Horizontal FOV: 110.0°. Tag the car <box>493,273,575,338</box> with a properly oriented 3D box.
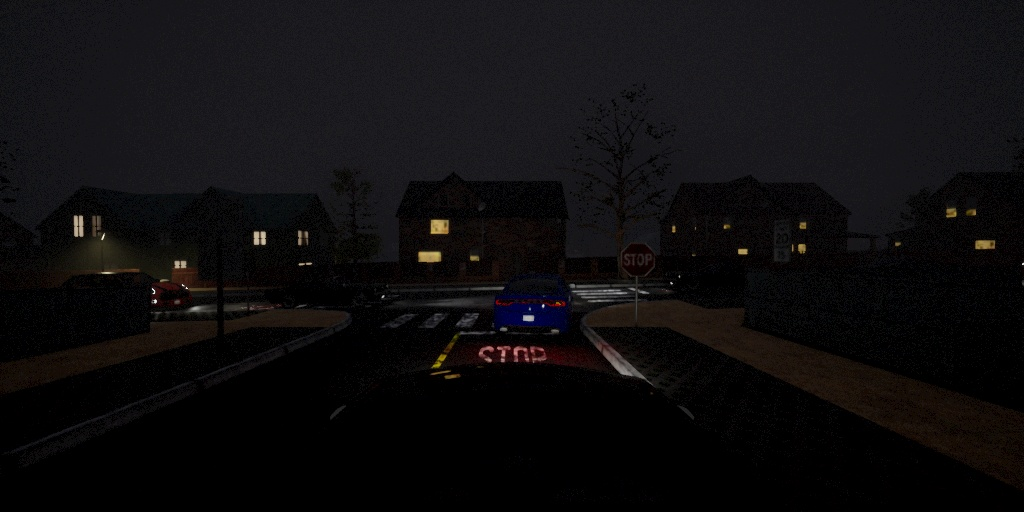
[{"bbox_3d":[0.787,1.227,10.371,1.882,1.535,5.008,0,0,10],"label":"car"}]

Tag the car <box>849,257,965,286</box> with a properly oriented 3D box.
[{"bbox_3d":[20.057,0.753,18.541,5.357,1.411,2.033,-1,1,0],"label":"car"}]

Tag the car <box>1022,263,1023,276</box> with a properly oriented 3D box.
[{"bbox_3d":[29.567,0.335,18.533,4.553,1.767,2.097,-1,1,0],"label":"car"}]

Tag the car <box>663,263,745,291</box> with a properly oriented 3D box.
[{"bbox_3d":[10.412,1.034,18.505,4.718,1.301,1.895,-1,1,-1],"label":"car"}]

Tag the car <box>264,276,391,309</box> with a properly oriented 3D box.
[{"bbox_3d":[-7.810,1.506,15.579,4.718,1.301,1.895,-1,1,0],"label":"car"}]

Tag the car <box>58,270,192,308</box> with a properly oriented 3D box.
[{"bbox_3d":[-16.798,1.472,15.572,4.553,1.767,2.097,-1,1,0],"label":"car"}]
